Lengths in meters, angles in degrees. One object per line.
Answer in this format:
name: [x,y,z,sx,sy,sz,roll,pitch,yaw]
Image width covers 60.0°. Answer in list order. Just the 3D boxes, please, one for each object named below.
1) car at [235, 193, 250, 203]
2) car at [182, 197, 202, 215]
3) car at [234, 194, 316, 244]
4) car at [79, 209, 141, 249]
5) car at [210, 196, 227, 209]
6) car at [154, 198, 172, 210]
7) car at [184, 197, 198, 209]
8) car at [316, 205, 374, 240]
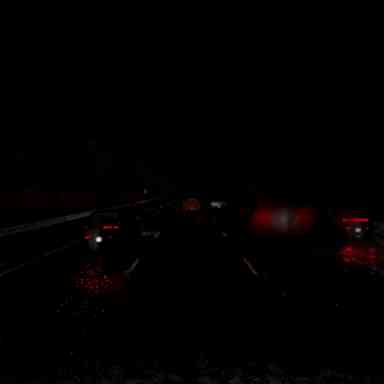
car: [10.104,1.152,66.895,2.097,1.767,4.553,0,0,-1]
car: [-0.014,1.420,33.712,1.882,1.535,5.008,0,0,0]
car: [3.548,1.162,15.509,2.150,2.045,5.566,0,0,0]
car: [-3.446,1.507,14.634,1.837,1.490,4.892,0,-1,0]
car: [3.348,1.498,42.954,1.895,1.301,4.718,0,0,0]
car: [-3.645,1.466,41.920,1.837,1.490,4.892,-1,1,0]
car: [-0.185,1.429,45.685,1.837,1.490,4.892,-1,1,0]
car: [7.047,1.401,16.541,2.128,1.511,4.902,0,0,0]
